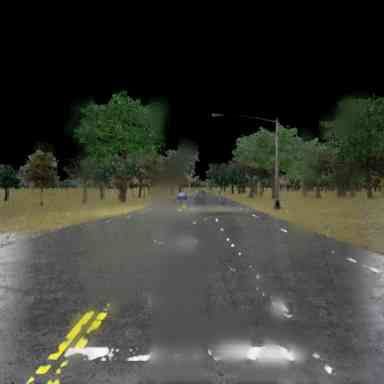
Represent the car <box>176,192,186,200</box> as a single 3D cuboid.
[{"bbox_3d":[-2.159,0.833,67.451,1.882,1.535,5.008,0,1,2],"label":"car"}]
